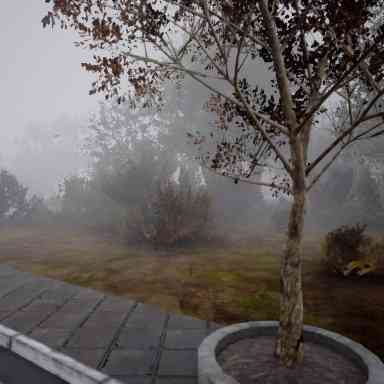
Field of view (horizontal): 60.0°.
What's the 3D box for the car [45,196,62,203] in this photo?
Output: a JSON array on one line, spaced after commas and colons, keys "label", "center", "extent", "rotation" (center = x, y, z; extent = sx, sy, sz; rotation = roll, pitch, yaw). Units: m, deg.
[{"label": "car", "center": [-18.016, 1.269, 42.300], "extent": [2.033, 1.411, 5.357], "rotation": [1, 0, 32]}]
